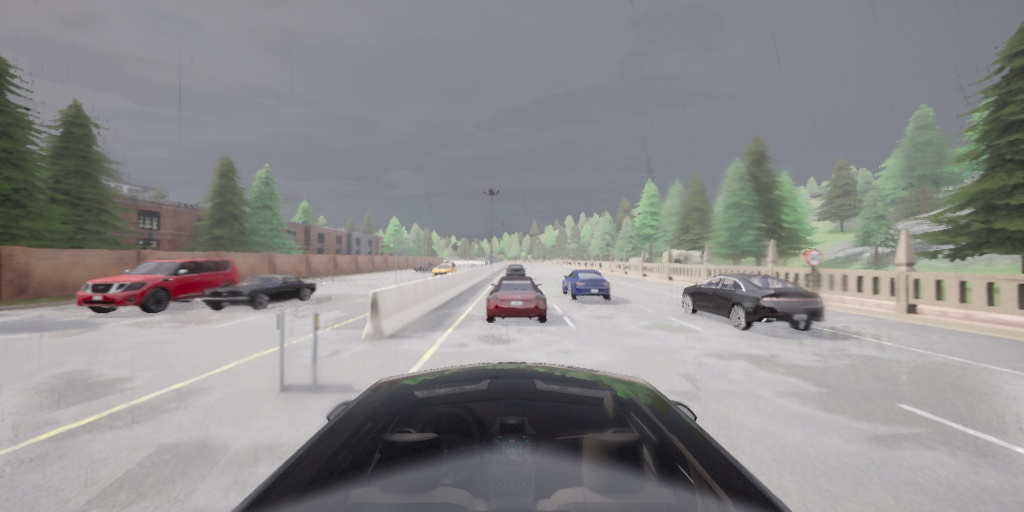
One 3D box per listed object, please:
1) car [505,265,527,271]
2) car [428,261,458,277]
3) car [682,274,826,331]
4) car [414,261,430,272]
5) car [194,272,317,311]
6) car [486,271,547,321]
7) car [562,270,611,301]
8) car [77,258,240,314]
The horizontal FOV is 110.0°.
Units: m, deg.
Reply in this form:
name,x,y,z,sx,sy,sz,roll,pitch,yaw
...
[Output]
name,x,y,z,sx,sy,sz,roll,pitch,yaw
car,0.363,1.529,33.714,1.837,1.490,4.892,0,0,1
car,-6.797,1.536,36.679,1.882,1.535,5.008,0,-1,1
car,7.145,1.313,11.273,2.128,1.511,4.902,0,0,0
car,-13.570,1.582,55.558,2.097,1.767,4.553,0,0,1
car,-10.521,1.484,15.398,1.895,1.301,4.718,0,0,1
car,0.160,1.410,12.868,1.994,1.385,4.181,0,0,1
car,3.709,1.412,18.325,1.812,1.442,4.674,0,0,1
car,-14.027,1.106,14.925,2.150,2.045,5.566,0,-1,1
